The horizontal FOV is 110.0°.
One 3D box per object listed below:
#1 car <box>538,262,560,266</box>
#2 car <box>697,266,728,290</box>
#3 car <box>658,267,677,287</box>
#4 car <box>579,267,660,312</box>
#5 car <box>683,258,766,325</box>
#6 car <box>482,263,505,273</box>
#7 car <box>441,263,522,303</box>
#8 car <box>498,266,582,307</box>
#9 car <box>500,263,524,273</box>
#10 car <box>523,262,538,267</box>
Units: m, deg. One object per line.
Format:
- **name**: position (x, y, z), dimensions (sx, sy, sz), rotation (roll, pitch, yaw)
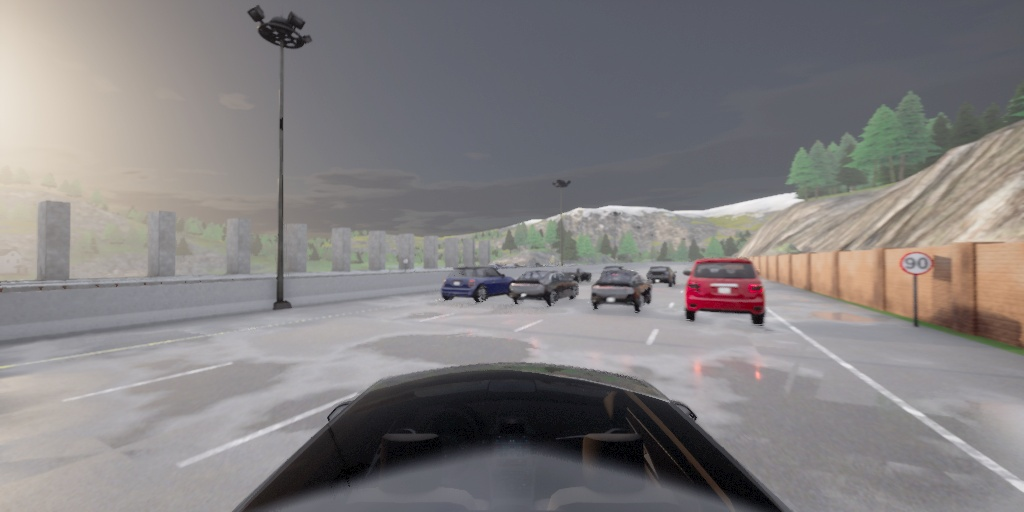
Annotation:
- **car**: position (6.303, 1.868, 55.336), dimensions (2.128, 1.511, 4.902), rotation (0, -1, 28)
- **car**: position (14.797, 1.534, 26.502), dimensions (1.837, 1.490, 4.892), rotation (0, 0, 29)
- **car**: position (11.722, 1.557, 28.173), dimensions (1.837, 1.490, 4.892), rotation (0, 0, 29)
- **car**: position (4.727, 1.397, 15.157), dimensions (2.128, 1.511, 4.902), rotation (0, -1, 28)
- **car**: position (7.383, 1.097, 12.720), dimensions (2.150, 2.045, 5.566), rotation (0, 0, 28)
- **car**: position (-3.068, 1.966, 60.022), dimensions (1.812, 1.442, 4.674), rotation (0, -1, 28)
- **car**: position (-1.523, 1.299, 18.311), dimensions (2.097, 1.767, 4.553), rotation (0, -1, 28)
- **car**: position (1.623, 1.419, 16.774), dimensions (2.128, 1.511, 4.902), rotation (0, -1, 28)
- **car**: position (0.058, 1.945, 58.463), dimensions (1.812, 1.442, 4.674), rotation (0, -1, 28)
- **car**: position (3.253, 1.751, 57.053), dimensions (2.097, 1.767, 4.553), rotation (0, -1, 28)
